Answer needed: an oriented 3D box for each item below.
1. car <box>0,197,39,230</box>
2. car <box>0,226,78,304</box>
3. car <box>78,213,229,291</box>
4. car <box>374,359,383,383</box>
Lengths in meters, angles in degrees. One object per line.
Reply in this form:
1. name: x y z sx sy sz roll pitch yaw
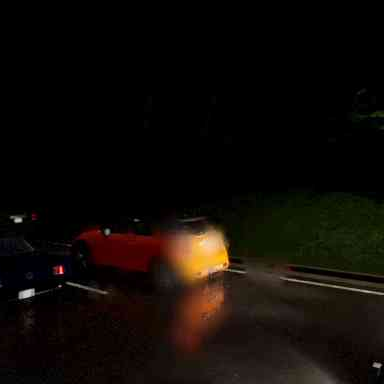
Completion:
1. car: -9.092 1.221 14.783 5.566 2.045 2.150 0 0 36
2. car: -4.875 1.601 7.473 4.718 1.301 1.895 0 0 35
3. car: -1.337 1.352 9.251 4.553 1.767 2.097 0 0 36
4. car: 3.708 1.547 1.341 5.357 1.411 2.033 0 0 35
